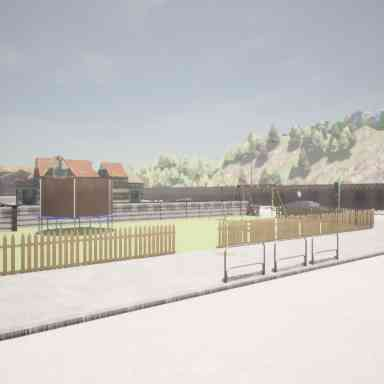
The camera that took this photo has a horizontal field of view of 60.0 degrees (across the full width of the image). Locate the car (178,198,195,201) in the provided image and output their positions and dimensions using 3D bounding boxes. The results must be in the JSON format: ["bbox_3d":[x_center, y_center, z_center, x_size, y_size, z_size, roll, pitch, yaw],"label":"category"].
[{"bbox_3d":[-0.603,1.564,48.305,1.994,1.385,4.181,0,0,-35],"label":"car"}]

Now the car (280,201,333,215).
[{"bbox_3d":[11.010,1.547,31.900,2.033,1.411,5.357,0,0,-35],"label":"car"}]
